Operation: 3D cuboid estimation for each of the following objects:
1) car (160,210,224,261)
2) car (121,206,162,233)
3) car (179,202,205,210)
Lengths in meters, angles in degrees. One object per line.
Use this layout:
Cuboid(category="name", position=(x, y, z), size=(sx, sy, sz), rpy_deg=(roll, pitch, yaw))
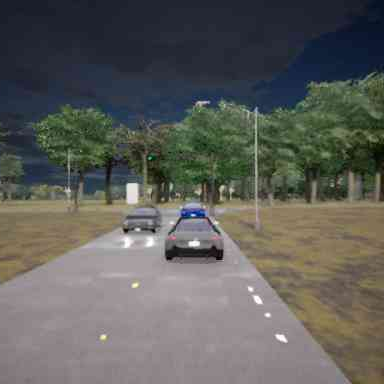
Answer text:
Cuboid(category="car", position=(0.079, 1.583, 12.348), size=(1.994, 1.385, 4.181), rpy_deg=(0, 0, 0))
Cuboid(category="car", position=(-2.824, 1.583, 19.987), size=(2.033, 1.411, 5.357), rpy_deg=(0, 0, 0))
Cuboid(category="car", position=(0.043, 1.529, 26.162), size=(1.882, 1.535, 5.008), rpy_deg=(0, 0, -1))
